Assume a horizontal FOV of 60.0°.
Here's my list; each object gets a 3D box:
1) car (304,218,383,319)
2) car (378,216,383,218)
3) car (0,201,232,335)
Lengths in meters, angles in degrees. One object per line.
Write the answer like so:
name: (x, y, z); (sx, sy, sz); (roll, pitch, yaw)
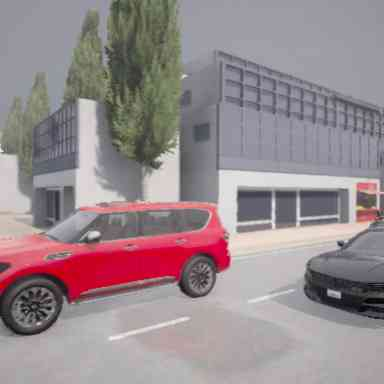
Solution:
car: (4.484, 1.508, 7.210); (5.008, 1.535, 1.882); (0, 0, -36)
car: (10.168, 1.557, 15.587); (4.902, 1.511, 2.128); (0, 0, -35)
car: (-1.662, 1.244, 7.108); (5.566, 2.045, 2.150); (0, 0, -36)
